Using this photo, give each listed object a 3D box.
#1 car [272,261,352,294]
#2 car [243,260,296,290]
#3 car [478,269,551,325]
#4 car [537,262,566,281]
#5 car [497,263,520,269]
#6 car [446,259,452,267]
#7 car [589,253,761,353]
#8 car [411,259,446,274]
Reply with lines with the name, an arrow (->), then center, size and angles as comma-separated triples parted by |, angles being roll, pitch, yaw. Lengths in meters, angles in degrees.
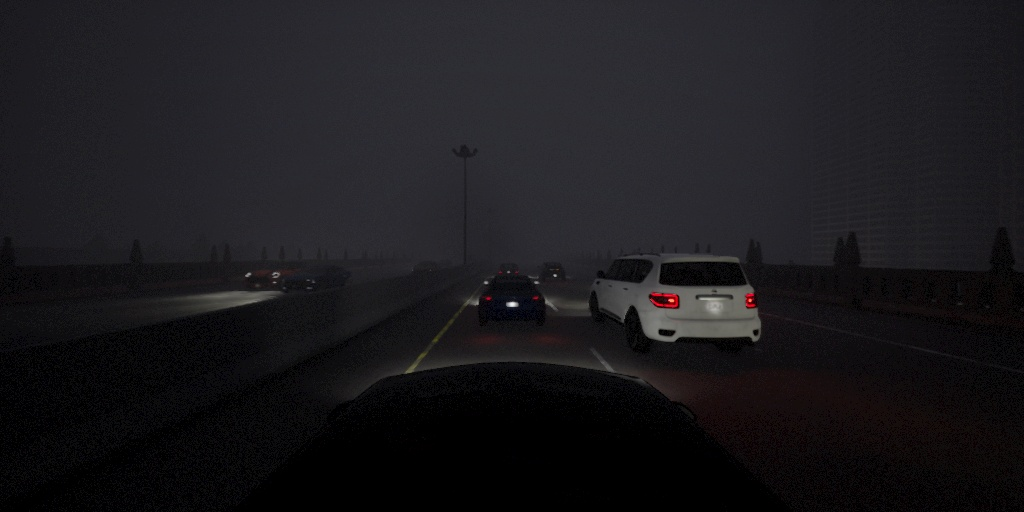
car -> -10.837, 1.210, 20.271 | 1.882, 1.535, 5.008 | 0, 0, -1
car -> -14.370, 1.084, 22.440 | 2.097, 1.767, 4.553 | 0, 0, -1
car -> -0.019, 1.300, 11.854 | 1.994, 1.385, 4.181 | 0, 0, -1
car -> 3.219, 1.215, 29.500 | 1.837, 1.490, 4.892 | 0, 0, -1
car -> -0.282, 1.260, 29.595 | 2.033, 1.411, 5.357 | 0, 0, -1
car -> -11.396, 1.246, 61.346 | 2.033, 1.411, 5.357 | 0, 0, 0
car -> 3.524, 0.959, 8.974 | 2.150, 2.045, 5.566 | 0, 0, -1
car -> -7.514, 1.192, 31.915 | 1.882, 1.535, 5.008 | 0, 0, -1
